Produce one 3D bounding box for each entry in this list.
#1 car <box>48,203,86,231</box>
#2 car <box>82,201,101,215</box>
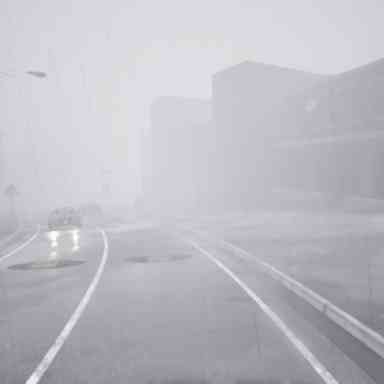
[{"bbox_3d":[-8.476,1.690,22.193,1.994,1.385,4.181,-2,0,-22],"label":"car"},{"bbox_3d":[-10.657,1.619,34.327,1.812,1.442,4.674,-3,1,-28],"label":"car"}]
